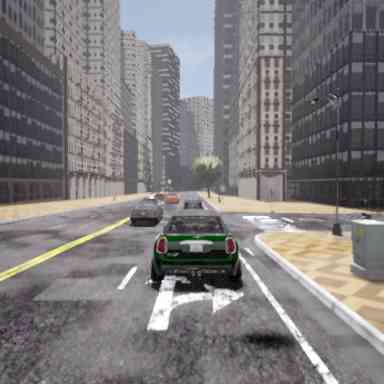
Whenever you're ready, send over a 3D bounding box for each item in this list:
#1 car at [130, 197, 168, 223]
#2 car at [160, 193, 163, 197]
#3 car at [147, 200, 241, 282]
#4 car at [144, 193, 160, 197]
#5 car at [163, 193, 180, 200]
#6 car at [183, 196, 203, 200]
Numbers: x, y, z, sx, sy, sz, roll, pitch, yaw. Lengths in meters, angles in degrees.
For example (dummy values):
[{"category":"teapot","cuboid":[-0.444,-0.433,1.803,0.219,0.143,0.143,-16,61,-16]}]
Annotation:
[{"category":"car","cuboid":[-3.126,1.385,23.645,2.033,1.411,5.357,0,2,0]},{"category":"car","cuboid":[-6.473,0.942,66.805,1.812,1.442,4.674,0,1,0]},{"category":"car","cuboid":[0.109,1.266,9.664,2.097,1.767,4.553,0,1,0]},{"category":"car","cuboid":[-6.543,1.157,50.773,1.895,1.301,4.718,0,1,0]},{"category":"car","cuboid":[-3.126,0.880,54.009,2.097,1.767,4.553,0,0,0]},{"category":"car","cuboid":[0.121,1.180,34.910,2.128,1.511,4.902,0,0,0]}]
